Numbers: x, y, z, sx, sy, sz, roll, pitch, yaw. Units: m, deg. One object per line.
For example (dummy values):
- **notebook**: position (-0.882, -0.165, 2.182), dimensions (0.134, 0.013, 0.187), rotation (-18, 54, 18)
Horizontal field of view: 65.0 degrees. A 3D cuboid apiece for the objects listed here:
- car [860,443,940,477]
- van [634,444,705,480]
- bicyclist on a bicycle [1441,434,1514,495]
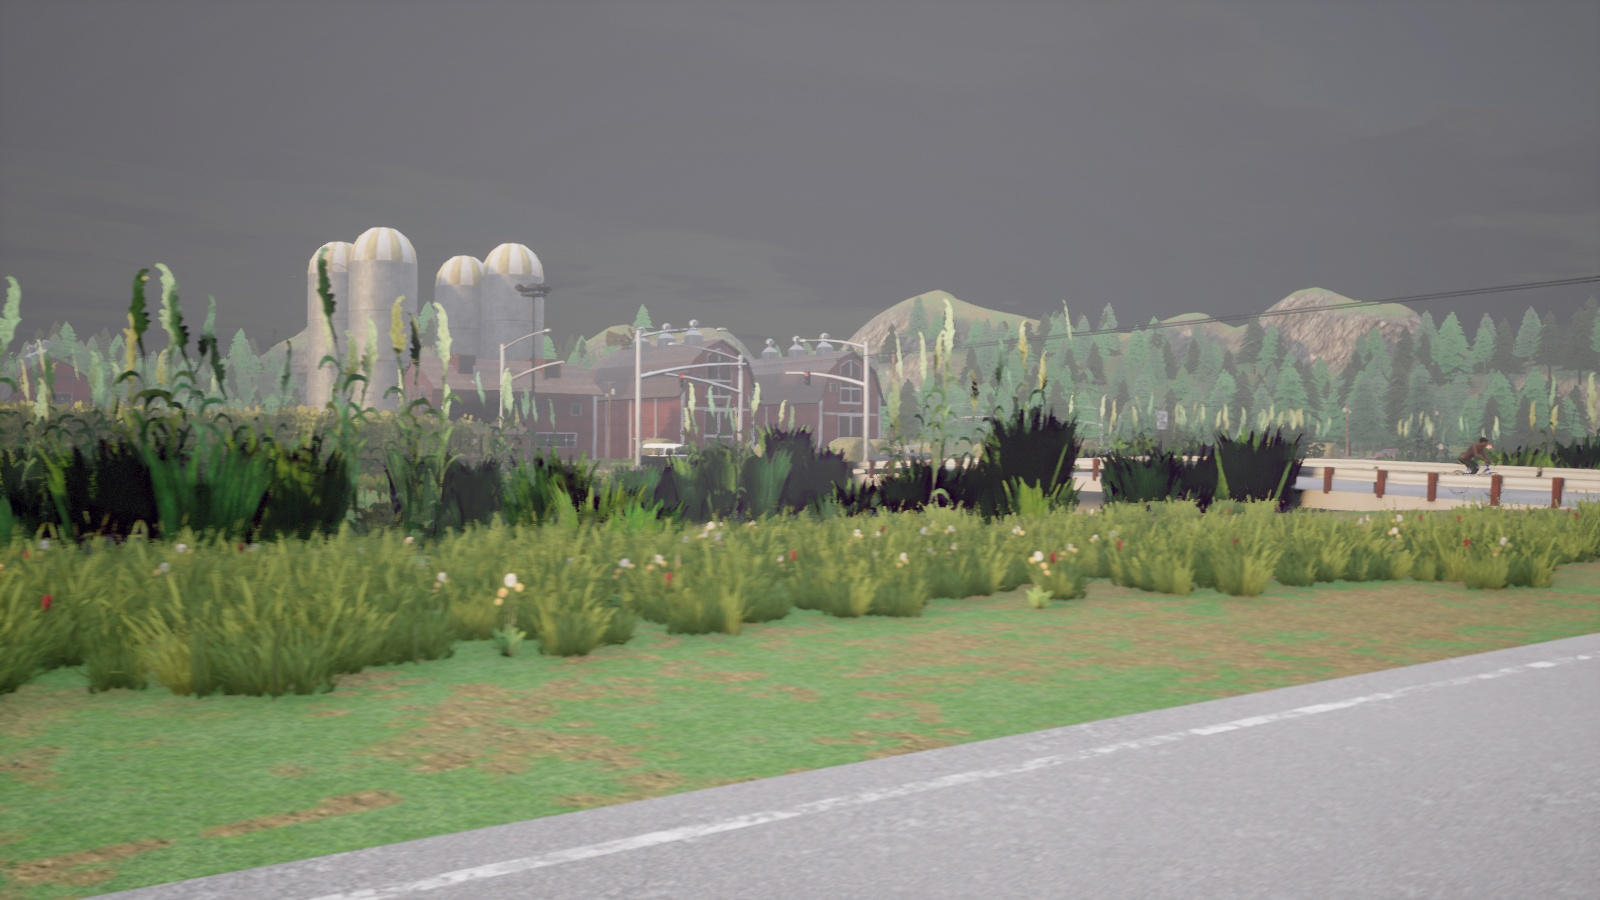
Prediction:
- **car**: position (4.915, 0.501, 62.123), dimensions (1.970, 1.475, 3.806), rotation (0, -3, -34)
- **van**: position (-7.638, 0.664, 73.277), dimensions (2.069, 2.038, 4.480), rotation (0, 0, -38)
- **bicyclist on a bicycle**: position (18.706, 0.388, 34.695), dimensions (0.582, 1.620, 1.656), rotation (0, 2, -33)
